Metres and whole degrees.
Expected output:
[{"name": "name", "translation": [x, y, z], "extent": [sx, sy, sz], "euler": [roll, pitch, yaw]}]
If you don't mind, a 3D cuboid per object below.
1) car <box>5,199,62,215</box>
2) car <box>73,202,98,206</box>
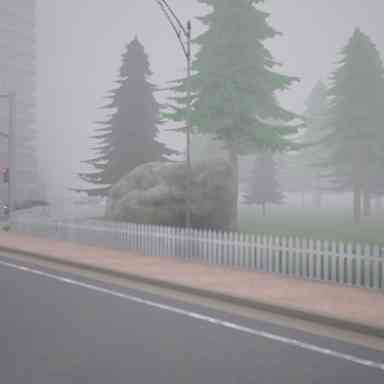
[{"name": "car", "translation": [-12.718, 1.292, 27.007], "extent": [1.812, 1.442, 4.674], "euler": [0, 0, 26]}, {"name": "car", "translation": [-14.565, 1.229, 46.024], "extent": [2.033, 1.411, 5.357], "euler": [0, 0, 3]}]
